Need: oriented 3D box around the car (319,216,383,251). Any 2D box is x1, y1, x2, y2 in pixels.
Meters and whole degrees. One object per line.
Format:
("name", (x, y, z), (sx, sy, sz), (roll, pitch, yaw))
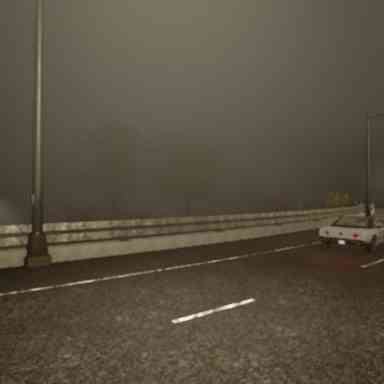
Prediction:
("car", (7.592, 1.740, 14.815), (4.718, 1.301, 1.895), (1, 0, -43))
